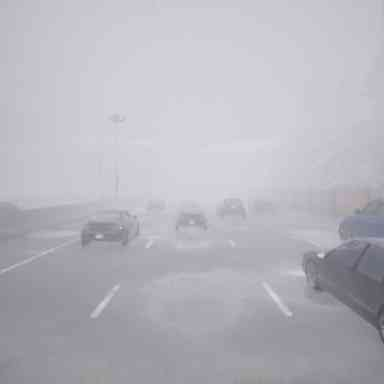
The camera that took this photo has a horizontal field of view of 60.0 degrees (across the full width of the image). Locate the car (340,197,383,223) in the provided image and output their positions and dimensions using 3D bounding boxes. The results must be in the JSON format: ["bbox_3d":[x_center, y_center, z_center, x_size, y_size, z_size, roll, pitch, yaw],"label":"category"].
[{"bbox_3d":[7.079,1.174,11.229,2.150,2.045,5.566,0,0,0],"label":"car"}]

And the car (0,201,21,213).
[{"bbox_3d":[-14.341,1.409,24.449,1.812,1.442,4.674,0,0,-1],"label":"car"}]

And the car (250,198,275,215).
[{"bbox_3d":[6.672,1.361,32.294,1.837,1.490,4.892,0,1,-1],"label":"car"}]

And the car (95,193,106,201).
[{"bbox_3d":[-18.813,1.086,69.343,1.837,1.490,4.892,0,0,-1],"label":"car"}]

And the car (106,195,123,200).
[{"bbox_3d":[-15.253,1.236,66.861,1.895,1.301,4.718,0,0,-1],"label":"car"}]

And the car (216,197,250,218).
[{"bbox_3d":[3.255,1.222,28.552,2.097,1.767,4.553,0,0,-1],"label":"car"}]

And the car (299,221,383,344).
[{"bbox_3d":[3.595,1.522,5.848,2.033,1.411,5.357,0,0,0],"label":"car"}]

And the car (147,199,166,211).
[{"bbox_3d":[-3.957,1.428,37.675,1.895,1.301,4.718,0,0,-1],"label":"car"}]

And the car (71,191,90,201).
[{"bbox_3d":[-22.270,0.922,67.488,2.097,1.767,4.553,0,0,-1],"label":"car"}]

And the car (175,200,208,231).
[{"bbox_3d":[-0.061,1.435,19.872,1.812,1.442,4.674,0,0,-1],"label":"car"}]

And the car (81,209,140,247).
[{"bbox_3d":[-3.463,1.457,14.619,1.812,1.442,4.674,0,0,-1],"label":"car"}]

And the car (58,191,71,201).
[{"bbox_3d":[-25.810,0.810,69.146,2.150,2.045,5.566,0,0,-1],"label":"car"}]
